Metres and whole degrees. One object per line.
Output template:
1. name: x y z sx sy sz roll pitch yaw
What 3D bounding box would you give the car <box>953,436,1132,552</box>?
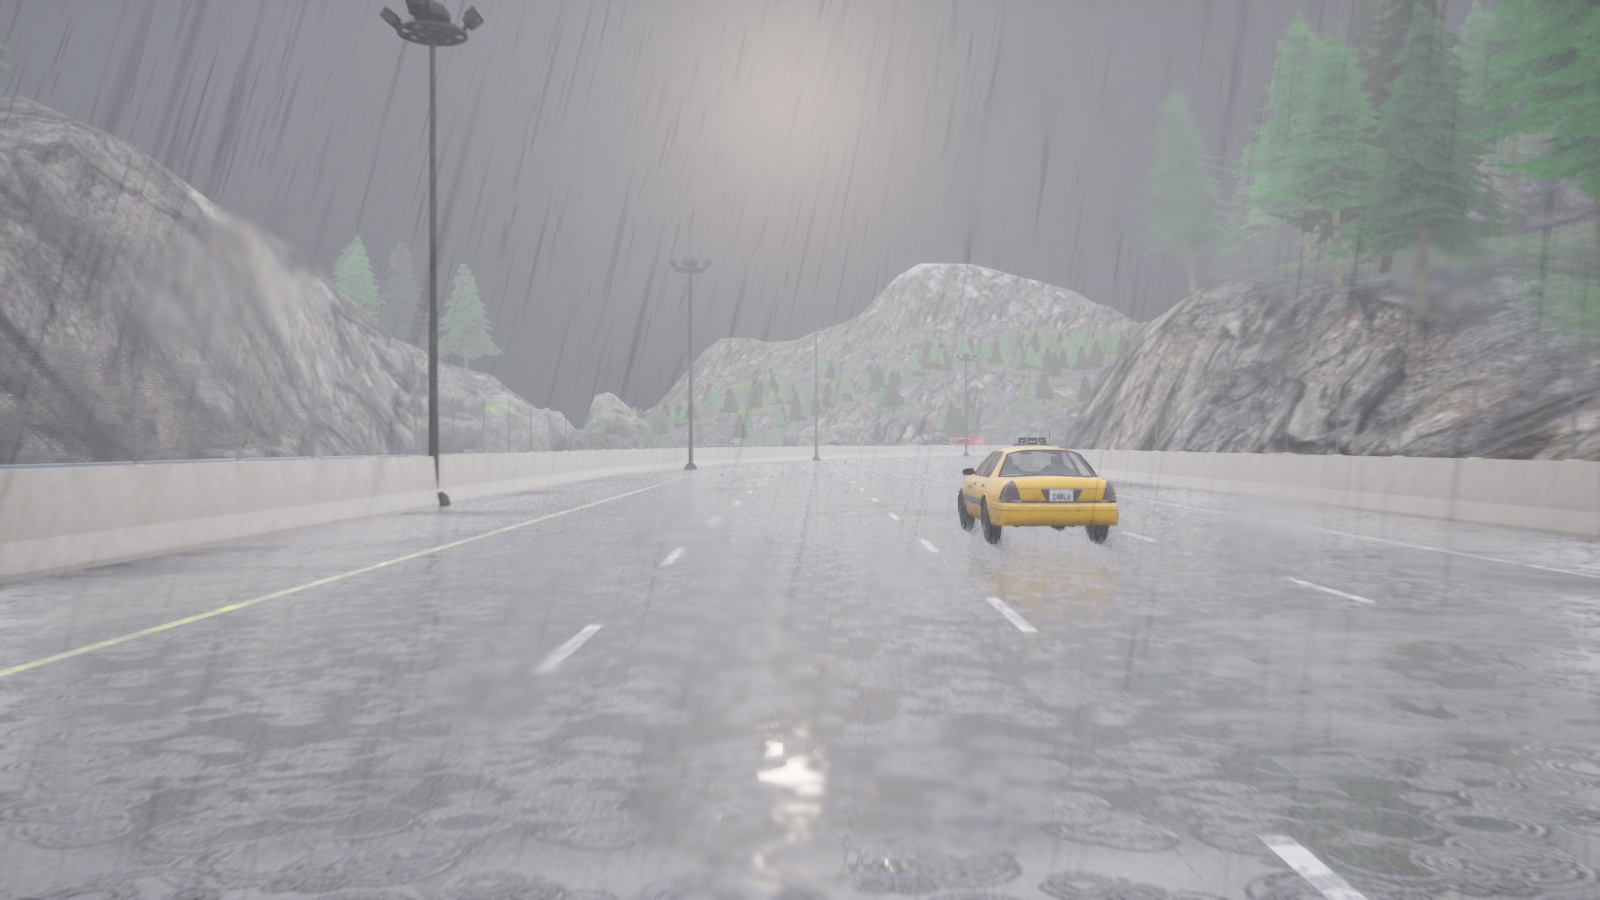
1. car: 3.628 0.578 19.757 1.801 1.575 5.366 0 0 0
